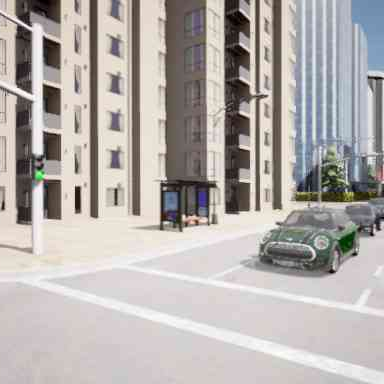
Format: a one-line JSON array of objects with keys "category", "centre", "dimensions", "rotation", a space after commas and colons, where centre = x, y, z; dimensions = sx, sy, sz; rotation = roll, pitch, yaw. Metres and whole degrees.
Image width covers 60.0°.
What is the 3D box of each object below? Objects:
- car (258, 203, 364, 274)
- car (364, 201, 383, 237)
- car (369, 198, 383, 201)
[{"category": "car", "centre": [3.904, 1.337, 10.782], "dimensions": [2.097, 1.767, 4.553], "rotation": [0, 0, 36]}, {"category": "car", "centre": [9.149, 1.463, 18.231], "dimensions": [1.837, 1.490, 4.892], "rotation": [0, 0, 35]}, {"category": "car", "centre": [14.747, 1.281, 26.247], "dimensions": [2.097, 1.767, 4.553], "rotation": [0, 0, 35]}]
